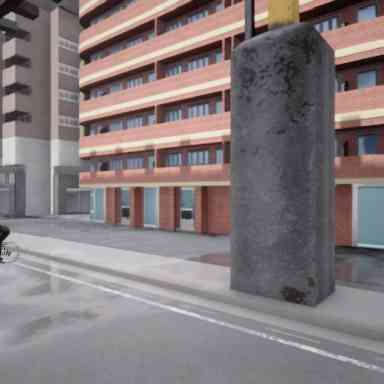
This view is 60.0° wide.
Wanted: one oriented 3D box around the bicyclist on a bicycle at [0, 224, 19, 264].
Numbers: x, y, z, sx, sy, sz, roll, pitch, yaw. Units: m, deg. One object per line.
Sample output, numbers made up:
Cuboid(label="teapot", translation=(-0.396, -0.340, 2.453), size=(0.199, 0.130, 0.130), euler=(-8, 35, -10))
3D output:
Cuboid(label="bicyclist on a bicycle", translation=(-5.966, 1.428, 9.878), size=(0.582, 1.620, 1.656), euler=(0, 0, 38))
